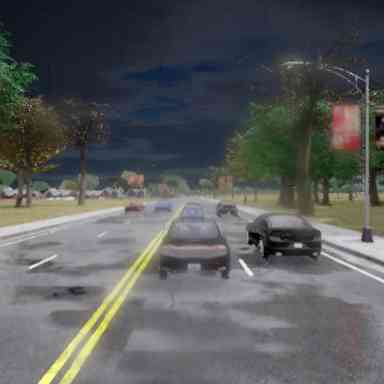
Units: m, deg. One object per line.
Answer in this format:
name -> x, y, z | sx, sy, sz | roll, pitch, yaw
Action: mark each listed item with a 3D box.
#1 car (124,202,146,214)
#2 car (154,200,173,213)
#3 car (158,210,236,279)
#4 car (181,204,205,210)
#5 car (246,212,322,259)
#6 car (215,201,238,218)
car -> -6.597, 1.797, 38.861 | 1.895, 1.301, 4.718 | 0, 0, 0
car -> -3.346, 1.679, 39.544 | 1.882, 1.535, 5.008 | 0, 0, 0
car -> 0.072, 1.527, 10.114 | 2.128, 1.511, 4.902 | 0, 0, 0
car -> 0.087, 1.667, 27.591 | 2.033, 1.411, 5.357 | 0, 0, 0
car -> 3.333, 1.524, 12.900 | 1.882, 1.535, 5.008 | 0, 0, 0
car -> 3.344, 1.656, 32.481 | 1.837, 1.490, 4.892 | 0, 0, 0
